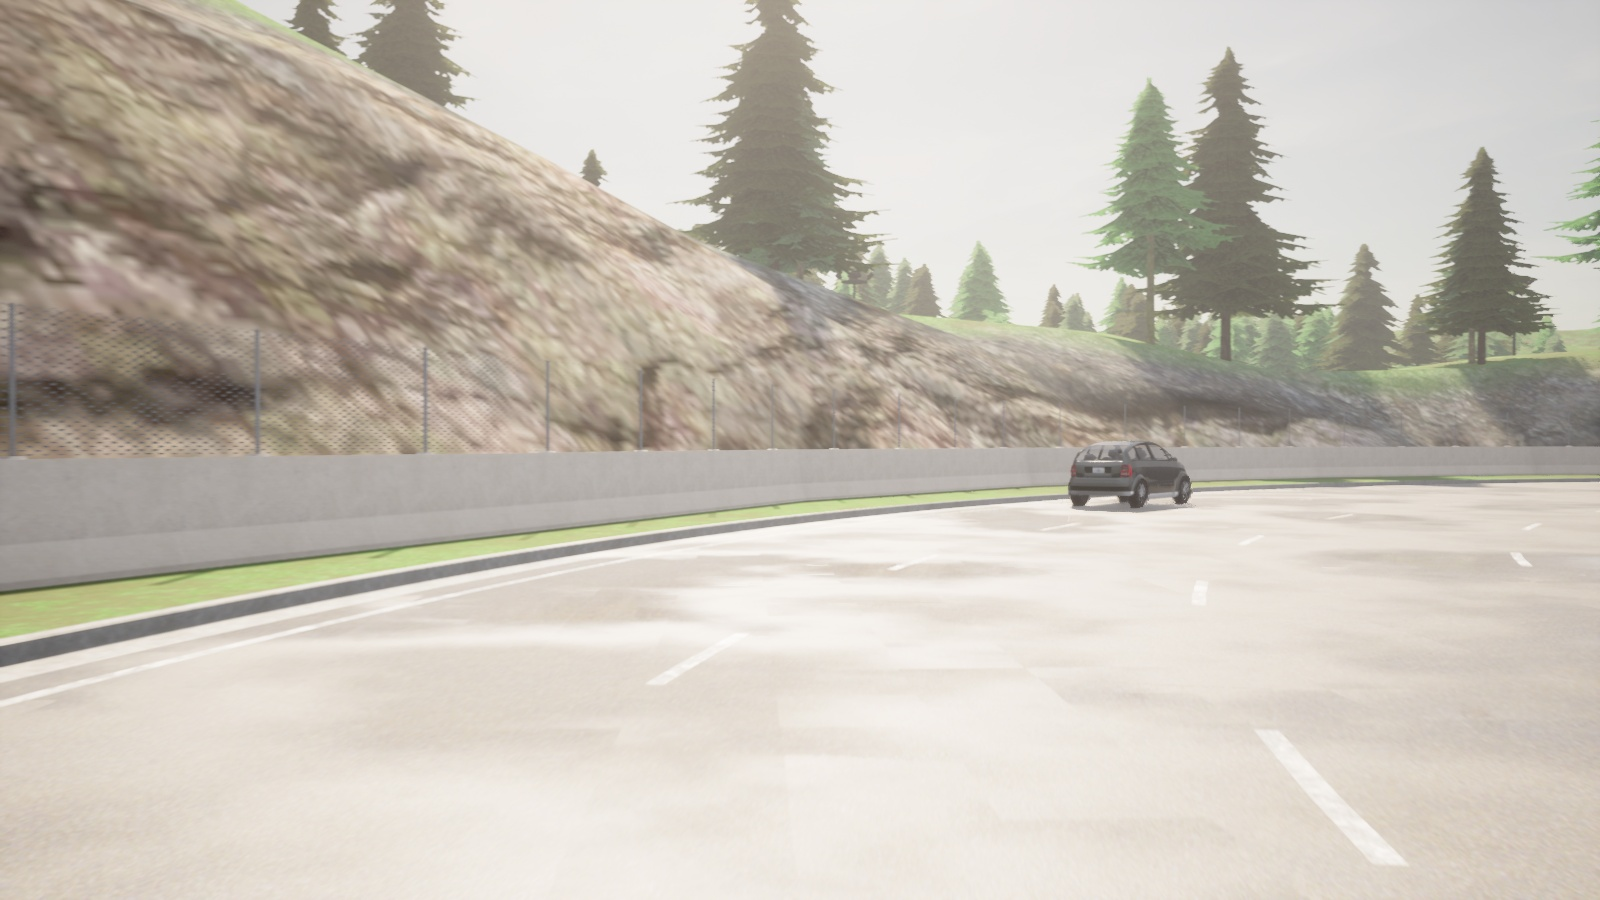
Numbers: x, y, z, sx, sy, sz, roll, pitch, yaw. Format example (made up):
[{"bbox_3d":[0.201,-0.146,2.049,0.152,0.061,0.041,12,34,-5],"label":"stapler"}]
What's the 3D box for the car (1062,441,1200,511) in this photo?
[{"bbox_3d":[7.959,0.569,29.991,1.789,1.549,3.705,0,0,39],"label":"car"}]
